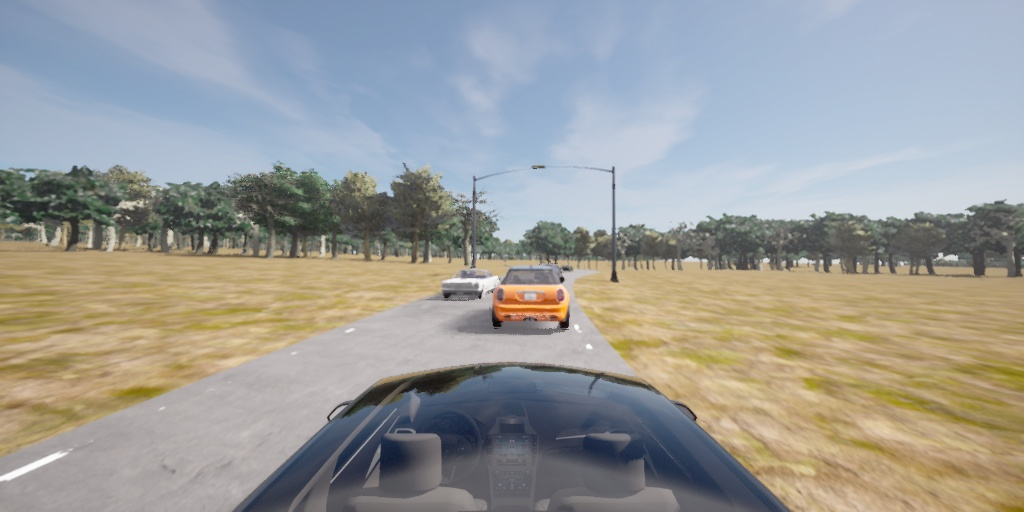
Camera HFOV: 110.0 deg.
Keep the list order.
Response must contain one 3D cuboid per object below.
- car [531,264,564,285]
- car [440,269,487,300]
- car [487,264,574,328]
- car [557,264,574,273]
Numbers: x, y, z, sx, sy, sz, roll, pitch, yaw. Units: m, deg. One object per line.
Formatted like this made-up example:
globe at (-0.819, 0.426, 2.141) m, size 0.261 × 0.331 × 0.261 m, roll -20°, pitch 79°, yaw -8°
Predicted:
car at (2.864, 1.329, 27.742) m, size 2.033 × 1.411 × 5.357 m, roll 0°, pitch -1°, yaw 12°
car at (-1.983, 1.317, 17.764) m, size 1.895 × 1.301 × 4.718 m, roll 0°, pitch 0°, yaw 7°
car at (0.629, 1.061, 11.337) m, size 2.097 × 1.767 × 4.553 m, roll 0°, pitch 0°, yaw 4°
car at (8.666, 1.980, 57.697) m, size 1.895 × 1.301 × 4.718 m, roll 0°, pitch -2°, yaw 19°
